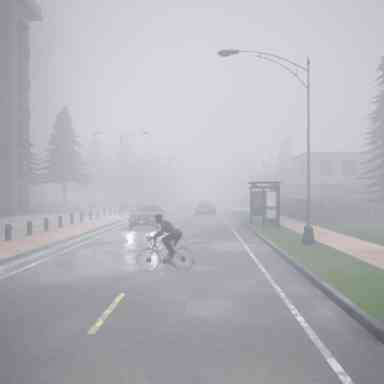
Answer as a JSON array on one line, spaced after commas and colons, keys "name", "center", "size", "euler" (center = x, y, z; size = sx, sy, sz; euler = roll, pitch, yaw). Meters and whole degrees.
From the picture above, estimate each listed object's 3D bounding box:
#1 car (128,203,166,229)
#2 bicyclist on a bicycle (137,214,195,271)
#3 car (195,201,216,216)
[{"name": "car", "center": [-2.795, 1.506, 21.518], "size": [1.837, 1.490, 4.892], "euler": [0, -1, 3]}, {"name": "bicyclist on a bicycle", "center": [-0.757, 1.452, 9.413], "size": [1.656, 1.620, 0.582], "euler": [-2, 0, 2]}, {"name": "car", "center": [1.272, 1.563, 32.180], "size": [1.994, 1.385, 4.181], "euler": [0, 0, 2]}]
